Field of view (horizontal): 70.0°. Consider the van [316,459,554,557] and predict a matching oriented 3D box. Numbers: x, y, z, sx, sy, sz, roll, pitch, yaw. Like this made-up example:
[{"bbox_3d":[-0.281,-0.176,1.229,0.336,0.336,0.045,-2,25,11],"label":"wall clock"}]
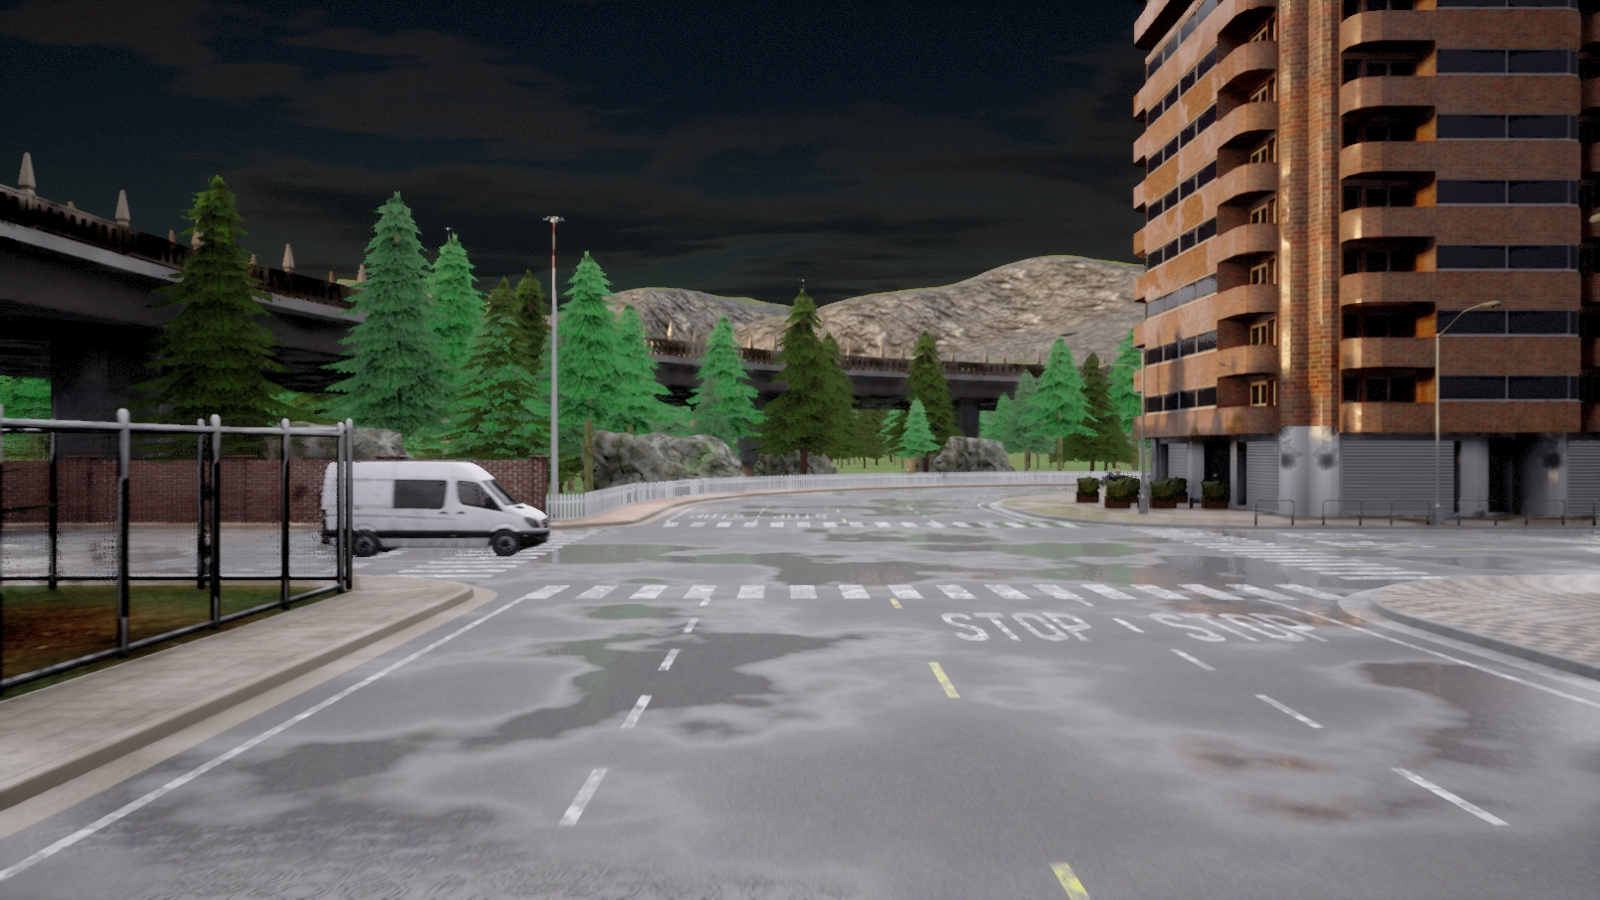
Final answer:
[{"bbox_3d":[-9.885,1.535,31.340,5.915,2.561,1.988,0,1,-3],"label":"van"}]
